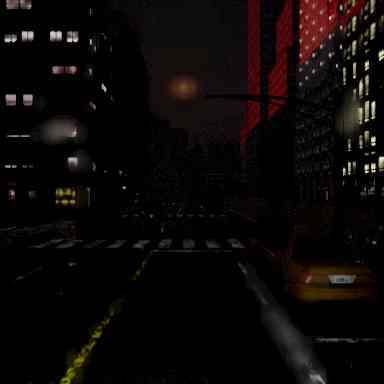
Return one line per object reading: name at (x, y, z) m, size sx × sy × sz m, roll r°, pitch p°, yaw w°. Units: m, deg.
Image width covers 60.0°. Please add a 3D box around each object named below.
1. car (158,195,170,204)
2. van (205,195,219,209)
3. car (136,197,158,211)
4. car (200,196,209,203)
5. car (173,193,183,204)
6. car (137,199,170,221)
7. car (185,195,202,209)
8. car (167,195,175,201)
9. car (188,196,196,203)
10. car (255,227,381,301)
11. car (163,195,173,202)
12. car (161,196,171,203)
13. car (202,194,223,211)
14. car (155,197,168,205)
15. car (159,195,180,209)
car at (-5.700, 1.496, 68.134) m, size 1.967 × 1.590 × 4.097 m, roll 0°, pitch 0°, yaw 0°
van at (2.681, 1.363, 46.027) m, size 1.690 × 1.788 × 3.998 m, roll 0°, pitch 0°, yaw 0°
car at (-5.697, 1.567, 40.500) m, size 2.008 × 1.369 × 4.403 m, roll 0°, pitch 0°, yaw 0°
car at (2.680, 1.610, 73.661) m, size 1.887 × 1.381 × 4.507 m, roll 0°, pitch 0°, yaw 0°
car at (-3.034, 1.278, 66.890) m, size 2.150 × 2.045 × 5.566 m, roll 0°, pitch -1°, yaw 1°
car at (-3.106, 1.552, 27.825) m, size 1.812 × 1.442 × 4.674 m, roll 0°, pitch 0°, yaw 0°
car at (0.097, 1.549, 46.890) m, size 1.812 × 1.442 × 4.674 m, roll 0°, pitch 0°, yaw 0°
car at (-5.701, 1.623, 90.070) m, size 1.752 × 1.417 × 4.829 m, roll 0°, pitch 0°, yaw 0°
car at (-0.006, 1.568, 75.074) m, size 1.837 × 1.490 × 4.892 m, roll 0°, pitch 0°, yaw 0°
car at (2.685, 1.526, 8.258) m, size 1.752 × 1.417 × 4.829 m, roll 0°, pitch 0°, yaw 0°
car at (-5.701, 1.516, 79.187) m, size 1.967 × 1.590 × 4.097 m, roll 0°, pitch 0°, yaw 0°
car at (-5.700, 1.647, 73.660) m, size 1.802 × 1.307 × 4.206 m, roll 0°, pitch 0°, yaw 0°
car at (2.682, 1.331, 40.501) m, size 2.192 × 1.841 × 5.009 m, roll 0°, pitch 0°, yaw 0°
car at (-5.699, 1.591, 62.606) m, size 1.887 × 1.381 × 4.507 m, roll 0°, pitch 0°, yaw 0°
car at (-3.102, 1.500, 46.365) m, size 1.882 × 1.535 × 5.008 m, roll 0°, pitch 0°, yaw 0°
